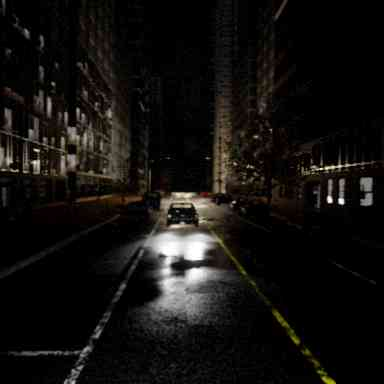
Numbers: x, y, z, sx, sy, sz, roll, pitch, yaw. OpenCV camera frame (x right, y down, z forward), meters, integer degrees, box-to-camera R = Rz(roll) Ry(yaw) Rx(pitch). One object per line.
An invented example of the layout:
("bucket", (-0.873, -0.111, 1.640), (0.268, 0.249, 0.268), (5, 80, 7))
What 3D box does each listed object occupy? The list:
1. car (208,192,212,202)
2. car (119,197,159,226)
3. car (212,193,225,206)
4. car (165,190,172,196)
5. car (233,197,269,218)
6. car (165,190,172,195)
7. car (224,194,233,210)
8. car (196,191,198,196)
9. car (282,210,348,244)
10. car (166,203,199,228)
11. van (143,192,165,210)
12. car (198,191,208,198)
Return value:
("car", (3.855, 0.809, 48.926), (1.967, 1.590, 4.097), (1, 1, -2))
("car", (-3.286, 1.233, 20.134), (2.008, 1.369, 4.403), (1, 1, -2))
("car", (4.102, 0.896, 43.240), (1.967, 1.590, 4.097), (1, 1, -2))
("car", (-5.998, 0.254, 82.687), (1.887, 1.381, 4.507), (1, 1, -2))
("car", (4.840, 1.266, 26.182), (2.008, 1.369, 4.403), (1, 1, -2))
("car", (-6.245, 0.197, 88.375), (1.802, 1.307, 4.206), (1, 1, -2))
("car", (4.593, 1.182, 31.868), (2.008, 1.369, 4.403), (1, 1, -2))
("car", (2.127, 0.296, 88.732), (1.947, 1.339, 4.313), (1, 1, -2))
("car", (5.333, 1.460, 14.809), (1.802, 1.307, 4.206), (1, 1, -2))
("car", (-0.587, 1.325, 19.946), (1.895, 1.301, 4.718), (1, 1, -3))
("van", (-3.776, 0.856, 31.504), (1.690, 1.788, 3.998), (1, 1, -2))
("car", (2.867, 0.555, 71.674), (1.887, 1.381, 4.507), (1, 1, -2))
